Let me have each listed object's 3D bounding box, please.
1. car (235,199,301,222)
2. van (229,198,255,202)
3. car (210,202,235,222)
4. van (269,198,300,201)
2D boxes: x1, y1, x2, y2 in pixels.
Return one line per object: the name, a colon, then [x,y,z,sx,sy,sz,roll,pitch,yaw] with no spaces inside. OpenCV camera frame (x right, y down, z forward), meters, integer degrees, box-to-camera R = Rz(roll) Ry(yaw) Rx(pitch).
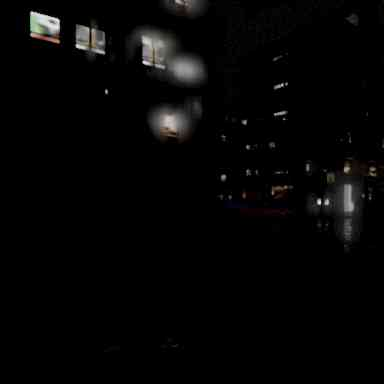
car: [6.277,1.663,28.173,1.882,1.535,5.008,0,0,-37]
van: [5.822,1.603,38.546,1.690,1.788,3.998,-1,0,-36]
car: [2.405,1.823,29.111,1.802,1.307,4.206,-1,0,-36]
van: [9.140,1.529,34.033,1.690,1.788,3.998,-1,0,-36]
